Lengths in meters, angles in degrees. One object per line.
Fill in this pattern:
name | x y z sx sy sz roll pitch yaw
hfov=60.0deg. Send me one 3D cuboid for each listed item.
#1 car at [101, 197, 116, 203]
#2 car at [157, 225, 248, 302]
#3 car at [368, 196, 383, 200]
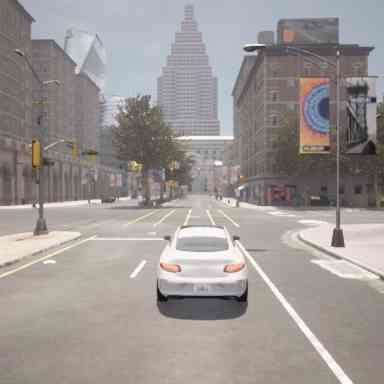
car | -16.892 1.593 67.190 1.895 1.301 4.718 0 0 1
car | 0.240 1.525 8.163 1.812 1.442 4.674 0 0 1
car | 35.820 1.479 67.513 2.231 1.521 4.892 0 0 1
